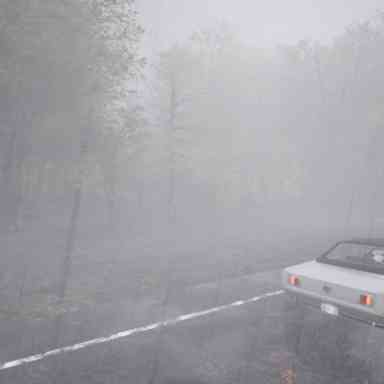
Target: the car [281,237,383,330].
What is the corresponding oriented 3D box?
[{"bbox_3d":[4.015,1.581,6.614,4.718,1.301,1.895,0,0,-35],"label":"car"}]
